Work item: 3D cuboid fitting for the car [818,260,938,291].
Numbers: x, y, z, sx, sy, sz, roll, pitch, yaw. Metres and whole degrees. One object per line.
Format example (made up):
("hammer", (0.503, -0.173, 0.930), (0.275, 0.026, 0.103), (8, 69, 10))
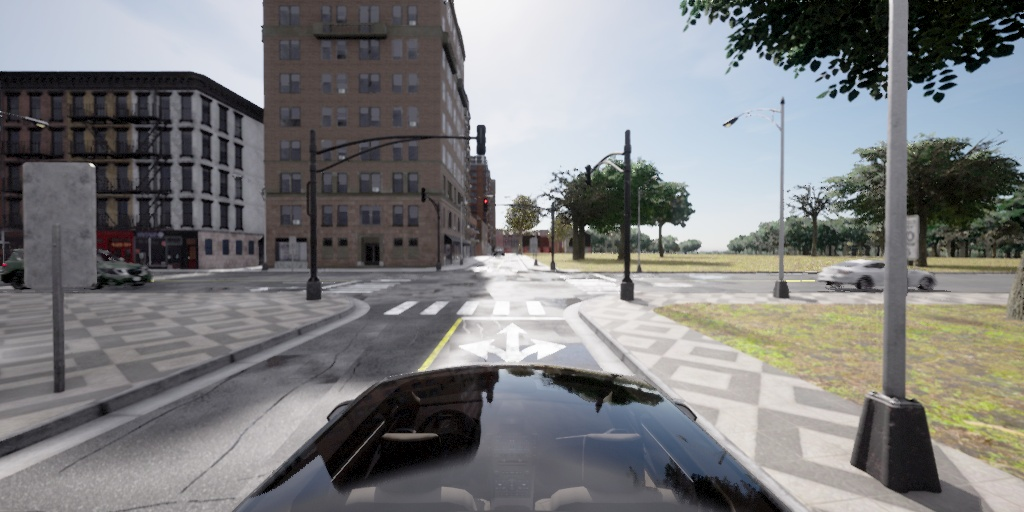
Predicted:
("car", (17.684, 0.904, 17.482), (4.674, 1.442, 1.812), (0, 1, 0))

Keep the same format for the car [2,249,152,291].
("car", (-21.070, 0.683, 17.506), (5.566, 2.045, 2.150), (1, 1, 0))
